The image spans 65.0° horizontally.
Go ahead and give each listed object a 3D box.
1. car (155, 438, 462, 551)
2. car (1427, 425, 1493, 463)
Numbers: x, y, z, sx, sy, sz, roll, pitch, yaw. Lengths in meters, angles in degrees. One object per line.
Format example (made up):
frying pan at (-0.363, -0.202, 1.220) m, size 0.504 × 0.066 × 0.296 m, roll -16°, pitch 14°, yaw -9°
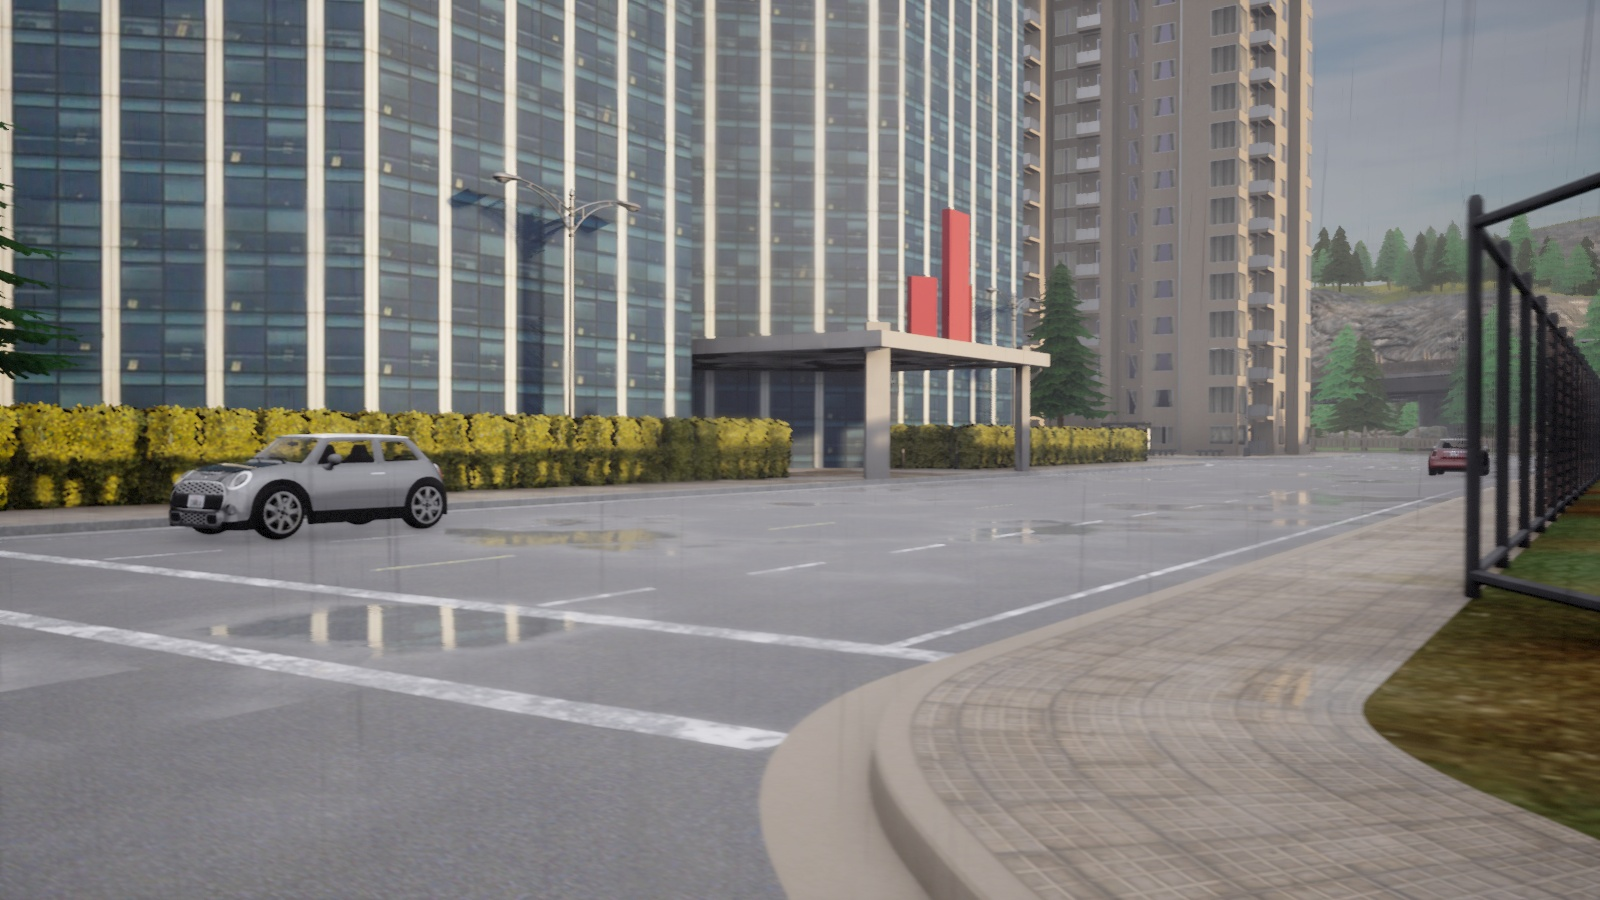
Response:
car at (-7.222, 0.582, 18.779) m, size 1.970 × 1.475 × 3.806 m, roll -1°, pitch 1°, yaw 34°
car at (26.490, -0.248, 50.344) m, size 1.970 × 1.475 × 3.806 m, roll -1°, pitch 1°, yaw 34°
